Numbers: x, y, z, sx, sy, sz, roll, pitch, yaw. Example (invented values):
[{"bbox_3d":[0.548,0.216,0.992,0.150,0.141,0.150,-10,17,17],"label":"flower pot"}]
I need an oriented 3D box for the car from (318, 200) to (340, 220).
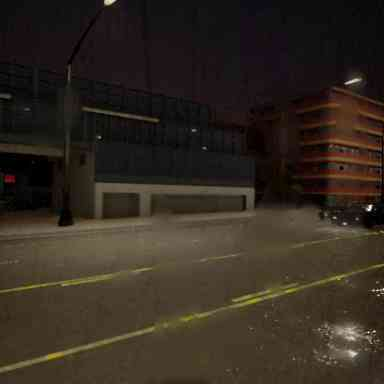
[{"bbox_3d":[11.487,1.361,24.953,4.902,1.511,2.128,0,0,-35],"label":"car"}]

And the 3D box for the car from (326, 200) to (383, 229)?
[{"bbox_3d":[10.768,1.385,20.257,5.357,1.411,2.033,0,0,-35],"label":"car"}]
